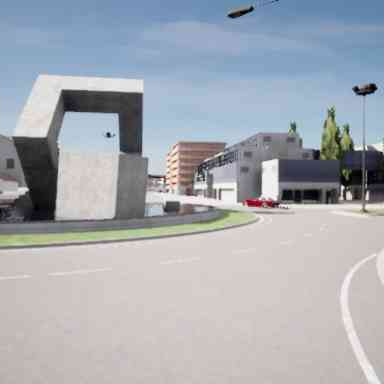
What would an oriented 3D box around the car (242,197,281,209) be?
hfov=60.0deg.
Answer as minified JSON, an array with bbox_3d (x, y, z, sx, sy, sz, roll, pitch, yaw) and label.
[{"bbox_3d":[8.382,1.307,40.729,1.895,1.301,4.718,0,1,-41],"label":"car"}]
